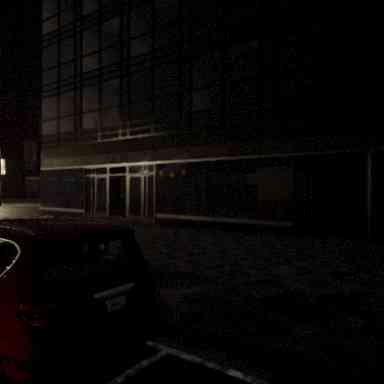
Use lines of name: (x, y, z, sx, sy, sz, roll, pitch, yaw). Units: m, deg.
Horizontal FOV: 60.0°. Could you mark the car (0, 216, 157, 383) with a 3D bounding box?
car: (-2.778, 1.307, 5.052, 5.009, 1.841, 2.192, 0, 0, 35)
